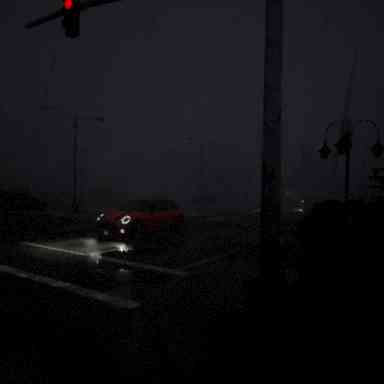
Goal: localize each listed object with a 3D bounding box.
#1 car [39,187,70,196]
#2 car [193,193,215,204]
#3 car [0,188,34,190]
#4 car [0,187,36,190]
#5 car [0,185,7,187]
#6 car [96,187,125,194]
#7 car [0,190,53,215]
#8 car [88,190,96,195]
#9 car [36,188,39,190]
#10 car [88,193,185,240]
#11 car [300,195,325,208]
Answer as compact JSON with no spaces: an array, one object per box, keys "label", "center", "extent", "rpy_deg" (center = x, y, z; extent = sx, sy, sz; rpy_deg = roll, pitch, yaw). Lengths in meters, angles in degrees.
[{"label":"car","center":[-26.668,-0.120,65.528],"extent":[2.152,1.636,5.027],"rpy_deg":[2,1,35]},{"label":"car","center":[1.625,0.846,46.186],"extent":[1.845,1.501,3.633],"rpy_deg":[2,1,35]},{"label":"car","center":[-15.836,0.725,26.555],"extent":[2.152,1.636,5.027],"rpy_deg":[2,1,35]},{"label":"car","center":[-21.177,0.459,39.617],"extent":[1.845,1.501,3.633],"rpy_deg":[2,1,35]},{"label":"car","center":[-39.154,-0.198,65.231],"extent":[2.007,1.523,4.514],"rpy_deg":[2,1,35]},{"label":"car","center":[-13.545,0.166,56.904],"extent":[1.932,1.855,4.605],"rpy_deg":[2,1,35]},{"label":"car","center":[-13.231,0.802,24.807],"extent":[2.007,1.523,4.514],"rpy_deg":[2,1,35]},{"label":"car","center":[-16.165,0.082,58.224],"extent":[1.905,1.878,3.866],"rpy_deg":[2,1,35]},{"label":"car","center":[-32.121,-0.182,68.927],"extent":[1.970,1.475,3.806],"rpy_deg":[2,1,35]},{"label":"car","center":[-2.304,1.123,15.627],"extent":[2.097,1.767,4.553],"rpy_deg":[2,1,34]},{"label":"car","center":[14.948,1.127,40.962],"extent":[2.097,1.767,4.553],"rpy_deg":[2,1,34]}]
